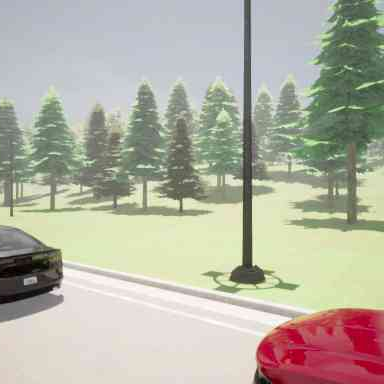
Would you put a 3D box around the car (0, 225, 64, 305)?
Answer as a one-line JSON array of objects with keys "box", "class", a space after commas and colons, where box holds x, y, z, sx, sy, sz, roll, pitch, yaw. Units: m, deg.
[{"box": [-4.982, 1.478, 7.544, 5.008, 1.535, 1.882, 0, 0, 36], "class": "car"}]

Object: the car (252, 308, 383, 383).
[{"box": [2.795, 1.478, 1.980, 5.008, 1.535, 1.882, 0, 0, 36], "class": "car"}]
